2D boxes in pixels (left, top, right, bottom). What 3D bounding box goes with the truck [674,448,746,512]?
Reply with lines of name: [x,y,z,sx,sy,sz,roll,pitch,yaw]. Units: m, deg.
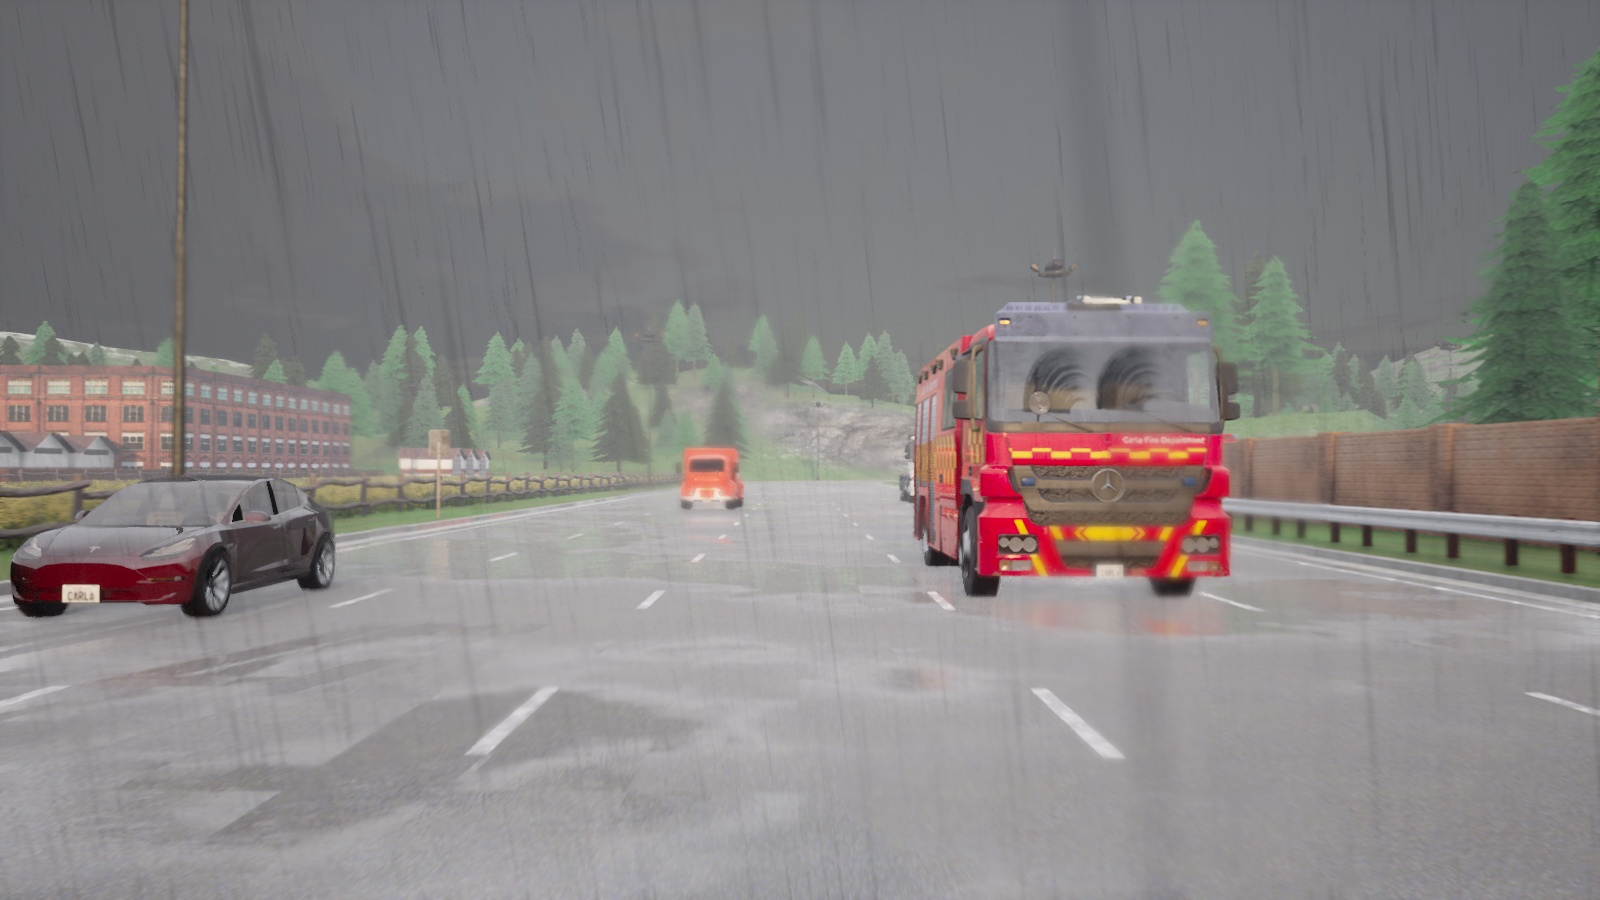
truck: [-3.628,1.213,51.754,2.627,2.467,5.204,0,-1,0]

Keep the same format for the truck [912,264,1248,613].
truck: [3.454,-0.060,18.070,2.891,3.827,8.468,0,-1,0]

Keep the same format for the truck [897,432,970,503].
truck: [6.837,0.905,65.460,2.891,3.462,7.936,0,-1,0]

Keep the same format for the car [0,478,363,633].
car: [-7.036,1.090,14.717,2.163,1.488,4.792,0,-1,0]
